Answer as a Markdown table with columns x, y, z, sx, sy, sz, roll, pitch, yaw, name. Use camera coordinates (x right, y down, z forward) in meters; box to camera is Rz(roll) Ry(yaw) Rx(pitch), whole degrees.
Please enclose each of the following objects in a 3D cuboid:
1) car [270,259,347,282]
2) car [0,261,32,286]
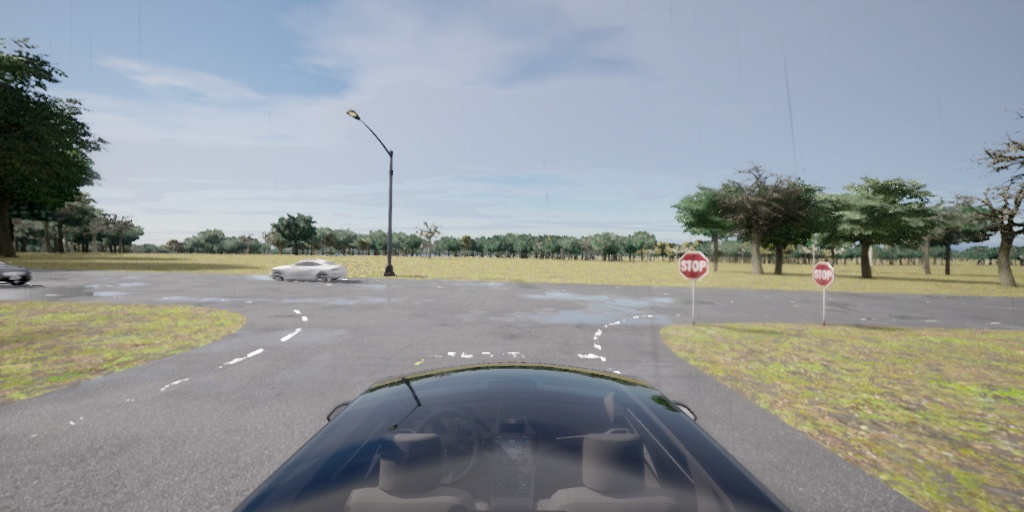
| x | y | z | sx | sy | sz | roll | pitch | yaw | name |
| --- | --- | --- | --- | --- | --- | --- | --- | --- | --- |
| -13.547 | 0.950 | 24.028 | 4.674 | 1.442 | 1.812 | 2 | 1 | 0 | car |
| -26.129 | 0.718 | 17.122 | 4.902 | 1.511 | 2.128 | 2 | 1 | 0 | car |
